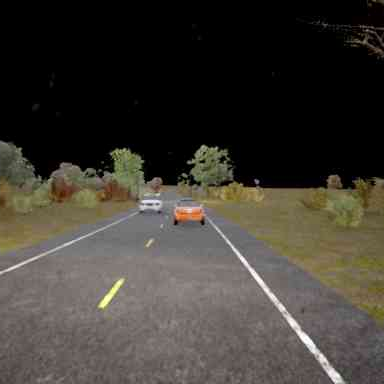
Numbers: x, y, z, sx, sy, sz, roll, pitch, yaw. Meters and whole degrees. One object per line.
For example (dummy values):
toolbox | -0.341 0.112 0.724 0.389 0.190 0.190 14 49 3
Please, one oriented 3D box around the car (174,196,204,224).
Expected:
car | -0.232 1.339 24.607 2.097 1.767 4.553 0 0 -1

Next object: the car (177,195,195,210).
car | -0.824 1.318 42.075 2.097 1.767 4.553 0 0 -2

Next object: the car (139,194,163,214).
car | -4.249 1.201 35.271 2.150 2.045 5.566 0 0 -2
